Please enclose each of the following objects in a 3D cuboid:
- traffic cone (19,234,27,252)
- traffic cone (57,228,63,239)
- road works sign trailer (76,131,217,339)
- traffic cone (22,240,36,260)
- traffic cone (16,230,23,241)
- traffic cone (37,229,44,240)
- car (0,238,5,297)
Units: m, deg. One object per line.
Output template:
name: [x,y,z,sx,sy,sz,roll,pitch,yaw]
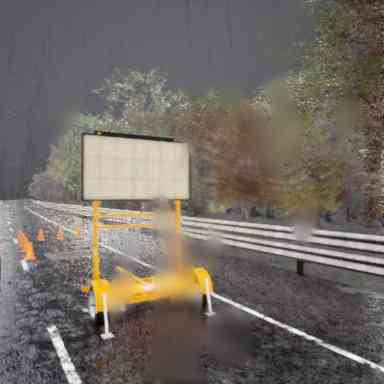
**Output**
traffic cone: [-7.037,2.210,14.095,0.340,0.580,0.340,0,-1,-30]
traffic cone: [-7.339,2.283,18.556,0.340,0.580,0.340,0,-1,-30]
road works sign trailer: [-1.190,0.590,7.113,2.380,3.560,2.880,0,-1,-30]
traffic cone: [-6.024,2.179,12.371,0.340,0.580,0.340,0,-1,-30]
traffic cone: [-8.050,2.240,15.819,0.340,0.580,0.340,0,-1,-30]
traffic cone: [-8.201,2.277,18.049,0.340,0.580,0.340,0,-1,-30]
car: [-5.830,1.660,8.290,1.837,1.490,4.892,0,-1,-31]
